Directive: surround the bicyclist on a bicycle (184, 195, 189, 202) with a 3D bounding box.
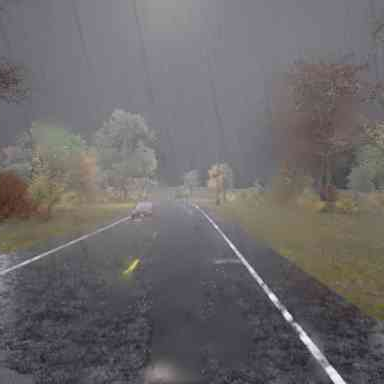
[{"bbox_3d":[-1.093,1.472,74.263,0.582,1.620,1.656,0,0,-3],"label":"bicyclist on a bicycle"}]

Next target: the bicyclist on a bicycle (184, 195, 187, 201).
[{"bbox_3d":[-1.614,1.474,83.265,0.582,1.620,1.656,0,0,-3],"label":"bicyclist on a bicycle"}]

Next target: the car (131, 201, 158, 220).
[{"bbox_3d":[-3.916,1.536,28.008,1.812,1.442,4.674,0,0,-1],"label":"car"}]

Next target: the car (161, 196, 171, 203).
[{"bbox_3d":[-5.350,1.531,70.285,1.812,1.442,4.674,0,0,-3],"label":"car"}]
